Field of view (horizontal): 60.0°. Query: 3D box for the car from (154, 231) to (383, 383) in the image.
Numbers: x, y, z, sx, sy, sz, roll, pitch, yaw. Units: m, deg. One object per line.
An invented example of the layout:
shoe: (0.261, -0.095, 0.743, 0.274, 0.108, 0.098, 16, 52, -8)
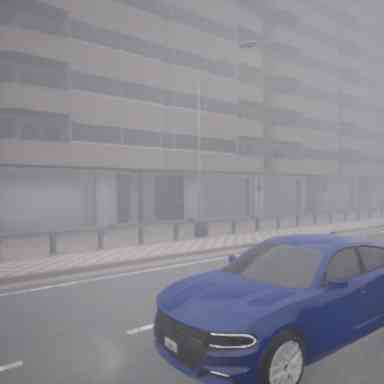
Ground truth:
car: (1.780, 1.445, 5.256, 5.008, 1.535, 1.882, -1, 0, -36)
